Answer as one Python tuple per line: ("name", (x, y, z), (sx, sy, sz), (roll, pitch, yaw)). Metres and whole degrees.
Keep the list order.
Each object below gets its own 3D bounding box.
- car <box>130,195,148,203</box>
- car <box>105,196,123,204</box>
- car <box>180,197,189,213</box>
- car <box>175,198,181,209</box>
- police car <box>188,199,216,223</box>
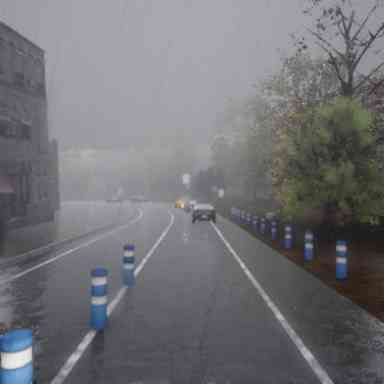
("car", (-10.122, 1.347, 63.364), (2.033, 1.411, 5.357), (-4, 2, -32))
("car", (-15.332, 1.553, 65.105), (2.033, 1.411, 5.357), (-4, 2, -34))
("car", (0.119, 1.618, 38.295), (1.812, 1.442, 4.674), (-1, 1, -8))
("car", (-1.108, 1.430, 44.634), (1.801, 1.575, 5.366), (-1, 1, -14))
("police car", (0.905, 1.665, 28.115), (1.930, 1.638, 5.238), (0, 0, -1))
